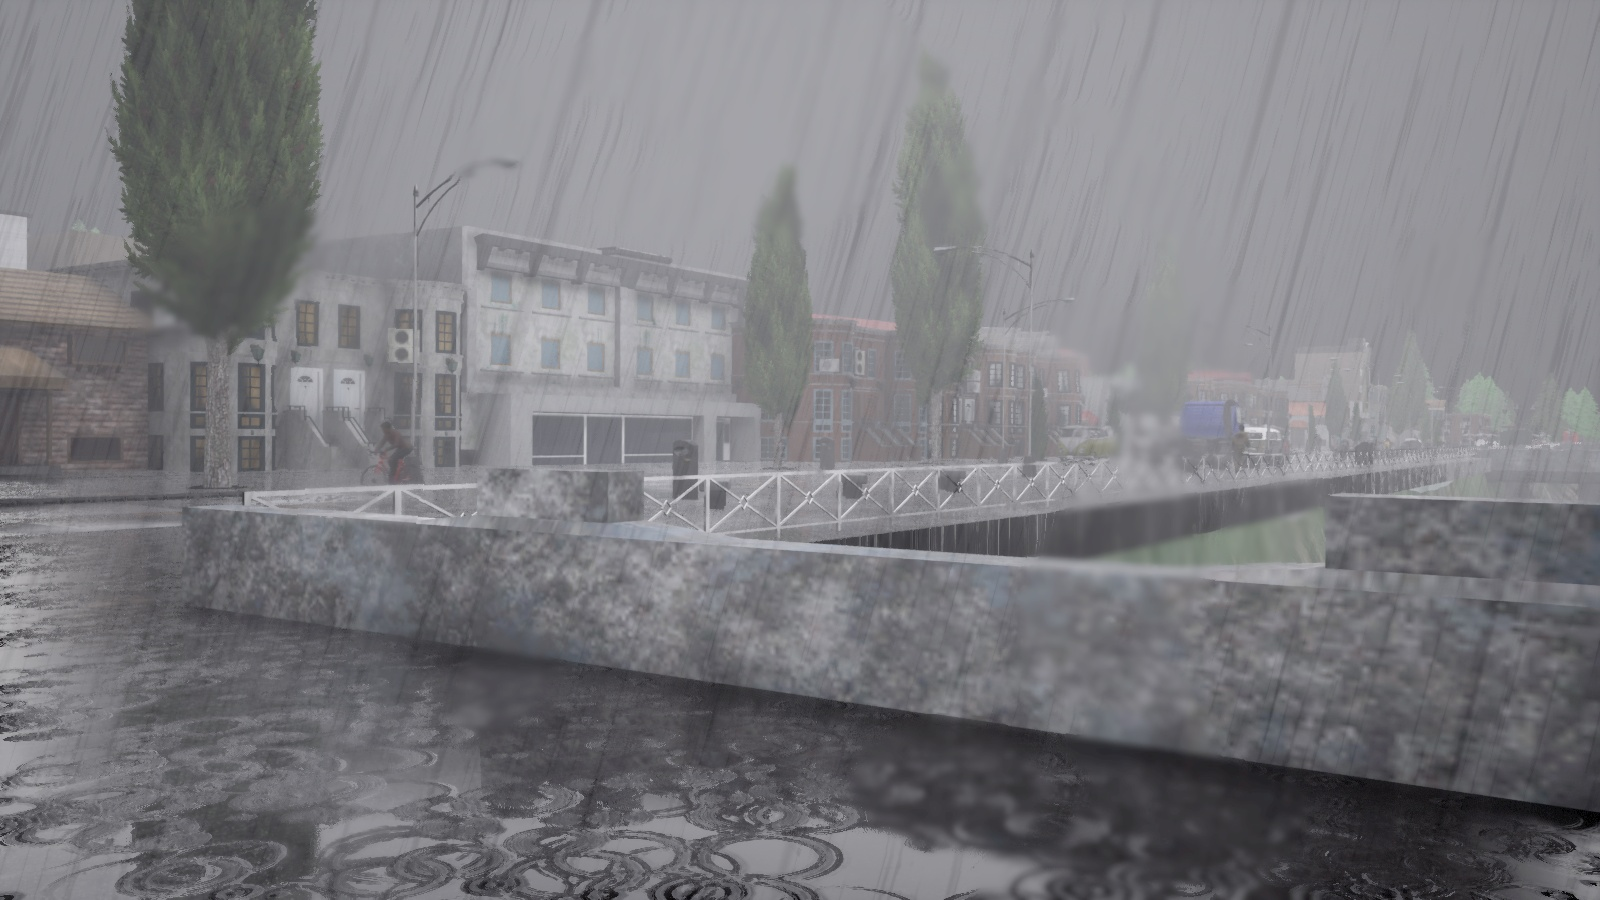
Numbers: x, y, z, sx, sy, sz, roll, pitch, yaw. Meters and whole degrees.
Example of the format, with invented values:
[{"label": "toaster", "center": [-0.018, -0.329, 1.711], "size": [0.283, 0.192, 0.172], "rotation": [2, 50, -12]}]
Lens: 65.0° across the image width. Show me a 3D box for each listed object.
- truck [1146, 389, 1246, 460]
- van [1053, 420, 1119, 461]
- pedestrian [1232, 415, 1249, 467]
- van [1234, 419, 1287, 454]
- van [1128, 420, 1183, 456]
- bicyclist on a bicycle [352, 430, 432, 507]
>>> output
[{"label": "truck", "center": [20.713, -1.331, 65.376], "size": [2.891, 3.462, 7.936], "rotation": [0, 1, 34]}, {"label": "van", "center": [14.404, -0.508, 63.100], "size": [1.775, 1.987, 4.442], "rotation": [0, 1, 34]}, {"label": "pedestrian", "center": [16.453, -0.349, 46.943], "size": [0.396, 1.930, 0.692], "rotation": [0, 1, 37]}, {"label": "van", "center": [28.095, -0.844, 76.504], "size": [2.069, 2.038, 4.480], "rotation": [0, 1, 34]}, {"label": "van", "center": [20.508, -0.689, 72.301], "size": [1.775, 1.987, 4.442], "rotation": [0, 1, 34]}, {"label": "bicyclist on a bicycle", "center": [-9.016, 0.386, 27.799], "size": [0.582, 1.620, 1.656], "rotation": [0, 1, 34]}]
